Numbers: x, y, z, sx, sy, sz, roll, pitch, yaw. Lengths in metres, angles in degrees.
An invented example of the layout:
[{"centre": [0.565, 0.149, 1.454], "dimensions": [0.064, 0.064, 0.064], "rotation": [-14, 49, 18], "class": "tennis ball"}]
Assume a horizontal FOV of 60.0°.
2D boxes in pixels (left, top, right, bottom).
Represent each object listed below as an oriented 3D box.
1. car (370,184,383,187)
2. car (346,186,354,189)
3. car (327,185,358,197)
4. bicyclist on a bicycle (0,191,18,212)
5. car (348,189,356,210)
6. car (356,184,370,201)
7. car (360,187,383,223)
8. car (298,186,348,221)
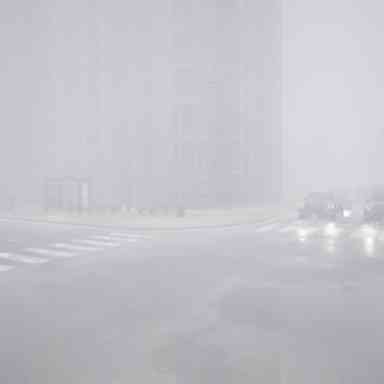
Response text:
[{"centre": [15.959, 0.382, 27.197], "dimensions": [2.150, 2.045, 5.566], "rotation": [0, 2, 28], "class": "car"}, {"centre": [16.522, 0.229, 37.635], "dimensions": [2.097, 1.767, 4.553], "rotation": [0, 2, 11], "class": "car"}, {"centre": [23.190, -0.183, 51.529], "dimensions": [2.097, 1.767, 4.553], "rotation": [-1, 2, -13], "class": "car"}, {"centre": [-14.164, 0.737, 25.570], "dimensions": [0.582, 1.620, 1.656], "rotation": [1, 2, 32], "class": "bicyclist on a bicycle"}, {"centre": [12.572, 0.713, 28.369], "dimensions": [1.994, 1.385, 4.181], "rotation": [1, 2, 29], "class": "car"}, {"centre": [20.034, 0.093, 37.090], "dimensions": [2.150, 2.045, 5.566], "rotation": [0, 2, 12], "class": "car"}, {"centre": [11.089, 0.762, 18.971], "dimensions": [2.097, 1.767, 4.553], "rotation": [1, 2, 31], "class": "car"}, {"centre": [8.180, 0.727, 20.923], "dimensions": [2.097, 1.767, 4.553], "rotation": [1, 2, 32], "class": "car"}]
